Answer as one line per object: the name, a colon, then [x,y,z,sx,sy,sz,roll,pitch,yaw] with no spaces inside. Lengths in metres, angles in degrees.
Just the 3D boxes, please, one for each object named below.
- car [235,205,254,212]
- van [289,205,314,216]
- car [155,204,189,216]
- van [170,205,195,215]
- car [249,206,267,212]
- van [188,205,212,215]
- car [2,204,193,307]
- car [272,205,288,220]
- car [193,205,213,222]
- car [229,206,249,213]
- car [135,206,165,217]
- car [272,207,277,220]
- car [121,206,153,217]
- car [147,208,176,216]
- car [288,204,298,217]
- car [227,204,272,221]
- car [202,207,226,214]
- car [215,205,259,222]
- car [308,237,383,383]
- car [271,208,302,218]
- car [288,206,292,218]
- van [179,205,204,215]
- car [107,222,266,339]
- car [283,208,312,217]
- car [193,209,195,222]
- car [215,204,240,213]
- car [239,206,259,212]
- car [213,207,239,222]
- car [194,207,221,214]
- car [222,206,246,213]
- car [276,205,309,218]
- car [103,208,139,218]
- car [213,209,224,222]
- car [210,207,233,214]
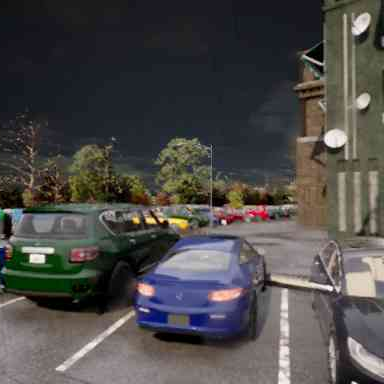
car: [13.305,4.288,84.574,4.553,1.767,2.185,-1,-2,14]
van: [20.977,3.580,63.810,4.442,1.987,1.878,1,-1,15]
car: [-3.623,3.255,60.113,5.566,2.045,2.435,-1,-2,15]
van: [-1.787,3.370,62.525,4.442,1.987,1.878,-1,-3,15]
car: [18.155,4.718,91.987,4.792,1.488,2.163,-1,-2,13]
van: [1.600,3.551,67.421,4.442,1.987,1.878,-1,-3,15]
car: [-1.976,1.306,8.383,2.435,2.045,5.566,-1,-1,16]
car: [10.789,3.009,48.975,5.566,2.045,2.435,1,-1,15]
car: [-1.210,2.361,31.686,5.566,2.045,2.435,1,-2,15]
car: [11.617,4.324,82.118,4.892,1.521,2.231,-1,-2,14]
car: [-6.955,3.199,55.201,4.553,1.767,2.185,-1,-2,15]
car: [9.071,3.199,46.502,4.792,1.488,2.163,1,-1,15]
car: [-8.710,3.109,52.780,4.553,1.767,2.185,-1,-3,15]
car: [-5.290,3.456,57.655,4.674,1.452,2.002,-1,-3,15]
car: [14.271,3.192,53.909,5.566,2.045,2.435,1,-2,15]
car: [7.361,2.827,44.037,5.566,2.045,2.435,1,-1,15]
car: [4.844,3.989,72.332,4.792,1.488,2.163,-1,-2,15]
car: [5.640,2.862,41.581,4.553,1.767,2.185,1,-2,15]
car: [2.844,1.493,4.918,2.231,1.521,4.892,0,-1,16]
car: [15.952,3.534,56.370,5.008,1.535,2.097,1,-1,15]
car: [12.496,3.381,51.440,4.792,1.488,2.163,1,-1,15]
van: [-0.094,3.460,64.973,4.442,1.987,1.878,-1,-3,15]
car: [0.433,1.564,6.631,2.002,1.452,4.674,-1,-1,15]
car: [19.376,3.716,61.307,5.008,1.535,2.097,1,-1,15]
car: [-2.795,2.505,29.158,5.366,1.575,1.946,1,-2,15]
car: [8.227,3.890,77.236,5.566,2.045,2.435,-1,-2,15]
car: [14.934,4.505,87.035,5.008,1.535,2.097,-1,-2,14]
car: [2.222,2.806,36.627,5.008,1.535,2.097,1,-1,15]
car: [3.361,3.864,69.838,5.366,1.575,1.946,-1,-3,15]
car: [10.119,4.227,79.629,5.366,1.575,1.946,-1,-3,14]
car: [17.694,3.374,58.844,5.566,2.045,2.435,1,-2,15]
car: [-10.585,3.160,49.976,4.792,1.488,2.163,-1,-3,15]
car: [0.485,2.751,34.150,4.674,1.452,2.002,1,-1,15]
car: [6.595,4.079,74.771,4.792,1.488,2.163,-1,-3,15]
